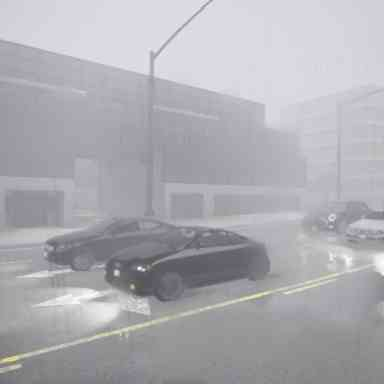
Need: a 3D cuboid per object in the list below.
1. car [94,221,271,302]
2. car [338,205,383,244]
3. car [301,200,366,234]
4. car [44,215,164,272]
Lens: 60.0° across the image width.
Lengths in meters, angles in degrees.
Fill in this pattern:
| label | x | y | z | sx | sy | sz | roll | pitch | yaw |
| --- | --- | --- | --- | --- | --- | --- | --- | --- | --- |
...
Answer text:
| label | x | y | z | sx | sy | sz | roll | pitch | yaw |
| --- | --- | --- | --- | --- | --- | --- | --- | --- | --- |
| car | 0.012 | 1.564 | 8.301 | 4.181 | 1.385 | 1.994 | 0 | 0 | -35 |
| car | 8.588 | 1.452 | 14.419 | 4.674 | 1.442 | 1.812 | -1 | 0 | -35 |
| car | 8.092 | 1.255 | 18.363 | 4.553 | 1.767 | 2.097 | -1 | 1 | -35 |
| car | -2.319 | 1.524 | 10.935 | 4.674 | 1.442 | 1.812 | 0 | 0 | -36 |
